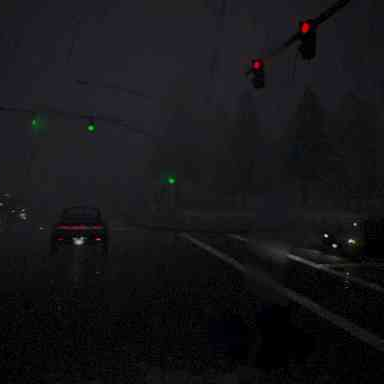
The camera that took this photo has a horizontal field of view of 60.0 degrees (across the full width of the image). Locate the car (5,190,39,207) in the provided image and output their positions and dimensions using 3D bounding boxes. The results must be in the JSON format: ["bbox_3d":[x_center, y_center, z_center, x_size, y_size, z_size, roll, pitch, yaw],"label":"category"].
[{"bbox_3d":[-18.094,0.833,35.415,1.994,1.385,4.181,2,0,-16],"label":"car"}]

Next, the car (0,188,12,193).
[{"bbox_3d":[-23.628,0.413,42.104,2.097,1.767,4.553,2,0,-16],"label":"car"}]

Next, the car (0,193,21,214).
[{"bbox_3d":[-15.671,0.981,26.990,1.895,1.301,4.718,2,0,-16],"label":"car"}]

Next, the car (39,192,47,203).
[{"bbox_3d":[-20.773,0.670,44.864,1.812,1.442,4.674,2,0,-16],"label":"car"}]

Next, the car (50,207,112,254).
[{"bbox_3d":[-4.126,1.307,12.638,2.128,1.511,4.902,2,0,-15],"label":"car"}]

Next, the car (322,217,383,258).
[{"bbox_3d":[8.055,1.762,13.455,5.357,1.411,2.033,2,0,-15],"label":"car"}]

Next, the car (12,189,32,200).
[{"bbox_3d":[-26.381,0.411,51.793,1.882,1.535,5.008,2,0,-16],"label":"car"}]

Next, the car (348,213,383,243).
[{"bbox_3d":[11.076,1.898,17.865,4.718,1.301,1.895,2,0,-15],"label":"car"}]

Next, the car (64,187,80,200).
[{"bbox_3d":[-21.150,0.430,59.265,2.097,1.767,4.553,2,0,-16],"label":"car"}]
